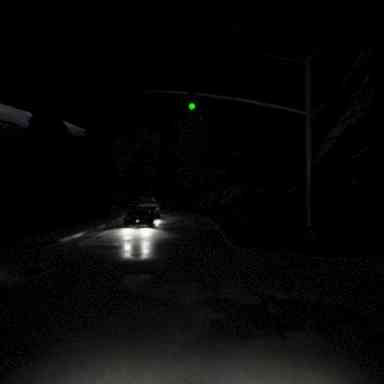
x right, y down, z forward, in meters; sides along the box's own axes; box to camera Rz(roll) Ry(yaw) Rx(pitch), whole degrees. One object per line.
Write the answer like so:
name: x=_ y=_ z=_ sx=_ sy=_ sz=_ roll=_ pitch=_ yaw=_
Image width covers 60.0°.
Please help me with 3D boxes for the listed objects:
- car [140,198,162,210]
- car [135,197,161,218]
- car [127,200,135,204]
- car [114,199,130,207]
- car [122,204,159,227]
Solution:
car: x=-6.628 y=1.877 z=53.014 sx=2.097 sy=1.767 sz=4.553 roll=0 pitch=-1 yaw=-27
car: x=-4.530 y=1.561 z=34.223 sx=2.150 sy=2.045 sz=5.566 roll=0 pitch=-1 yaw=-10
car: x=-6.905 y=2.036 z=43.858 sx=1.895 sy=1.301 sz=4.718 roll=0 pitch=-1 yaw=-19
car: x=-12.381 y=2.099 z=61.316 sx=4.902 sy=1.511 sz=2.128 roll=-1 pitch=-1 yaw=42
car: x=-3.775 y=1.809 z=24.593 sx=1.994 sy=1.385 sz=4.181 roll=0 pitch=-1 yaw=-2
